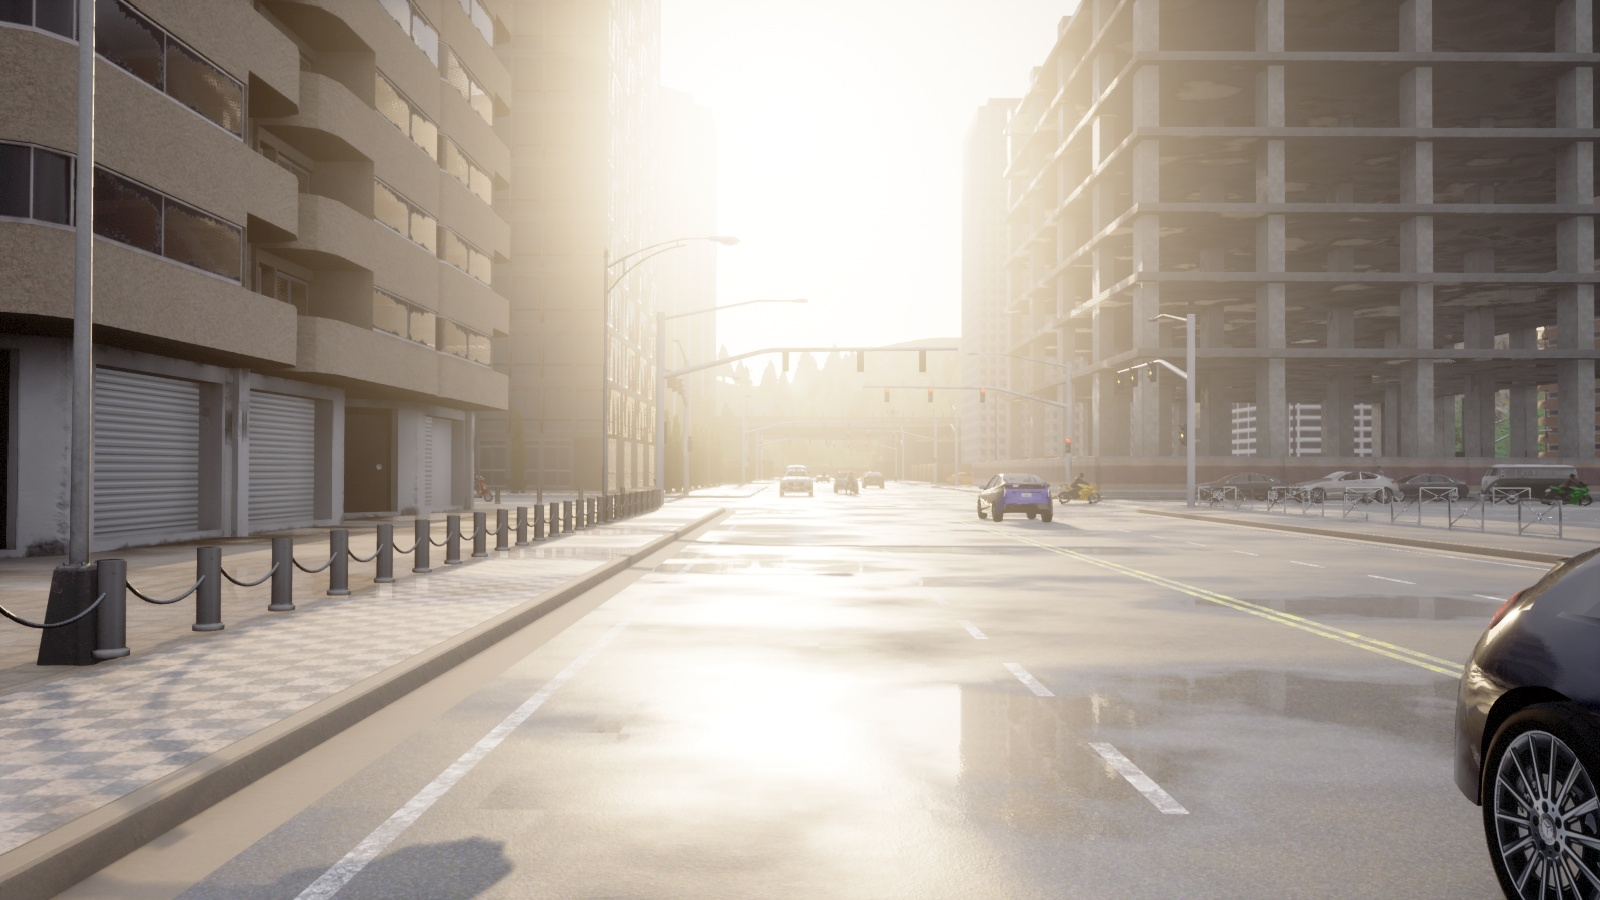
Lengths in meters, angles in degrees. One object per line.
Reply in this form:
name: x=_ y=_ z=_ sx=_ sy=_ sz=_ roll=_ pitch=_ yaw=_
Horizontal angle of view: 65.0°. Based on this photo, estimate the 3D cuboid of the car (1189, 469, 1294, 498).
car: x=23.227 y=1.780 z=66.199 sx=4.892 sy=1.490 sz=1.837 roll=0 pitch=-1 yaw=0

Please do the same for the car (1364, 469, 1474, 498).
car: x=32.643 y=1.743 z=66.259 sx=4.892 sy=1.490 sz=1.837 roll=0 pitch=-1 yaw=-1

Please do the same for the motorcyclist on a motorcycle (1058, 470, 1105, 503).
motorcyclist on a motorcycle: x=13.249 y=1.702 z=59.112 sx=2.044 sy=1.523 sz=0.797 roll=0 pitch=-1 yaw=-1

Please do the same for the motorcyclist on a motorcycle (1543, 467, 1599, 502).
motorcyclist on a motorcycle: x=34.279 y=1.538 z=55.769 sx=2.044 sy=1.523 sz=0.797 roll=0 pitch=-1 yaw=0

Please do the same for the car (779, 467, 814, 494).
car: x=-0.211 y=1.928 z=79.617 sx=2.152 sy=1.651 sz=5.027 roll=0 pitch=-1 yaw=0

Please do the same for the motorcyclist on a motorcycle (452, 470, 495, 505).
motorcyclist on a motorcycle: x=-15.234 y=1.756 z=58.636 sx=1.817 sy=1.590 sz=0.866 roll=0 pitch=-1 yaw=0

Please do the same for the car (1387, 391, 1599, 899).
car: x=3.492 y=0.623 z=2.625 sx=2.152 sy=1.651 sz=5.027 roll=0 pitch=-1 yaw=0

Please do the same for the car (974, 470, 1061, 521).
car: x=6.893 y=1.409 z=40.286 sx=2.007 sy=1.525 sz=4.514 roll=0 pitch=-1 yaw=0

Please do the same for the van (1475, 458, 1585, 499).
van: x=36.441 y=1.418 z=62.785 sx=4.442 sy=1.987 sz=1.775 roll=0 pitch=-1 yaw=0

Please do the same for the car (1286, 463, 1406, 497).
car: x=27.222 y=1.480 z=62.726 sx=5.027 sy=1.651 sz=2.152 roll=0 pitch=-1 yaw=0

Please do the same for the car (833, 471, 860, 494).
car: x=3.265 y=2.267 z=88.743 sx=1.789 sy=1.549 sz=3.705 roll=0 pitch=-1 yaw=0
